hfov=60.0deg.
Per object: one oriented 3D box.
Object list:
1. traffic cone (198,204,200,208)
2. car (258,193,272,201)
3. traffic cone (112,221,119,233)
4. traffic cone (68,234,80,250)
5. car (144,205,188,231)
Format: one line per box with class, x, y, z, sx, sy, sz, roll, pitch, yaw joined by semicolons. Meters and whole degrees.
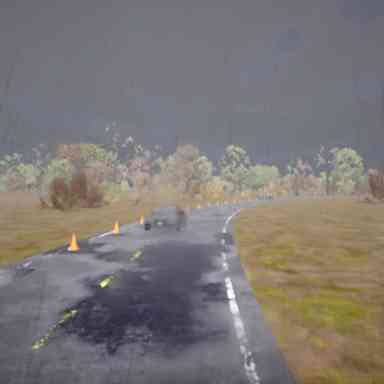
traffic cone;0.918;1.734;42.756;0.340;0.580;0.340;0;0;16
car;15.940;0.928;72.873;2.097;1.767;4.553;0;0;29
traffic cone;-4.045;1.870;17.821;0.340;0.580;0.340;0;0;6
traffic cone;-4.531;1.897;12.753;0.340;0.580;0.340;0;0;5
car;-1.442;1.465;19.622;1.994;1.385;4.181;0;0;8
